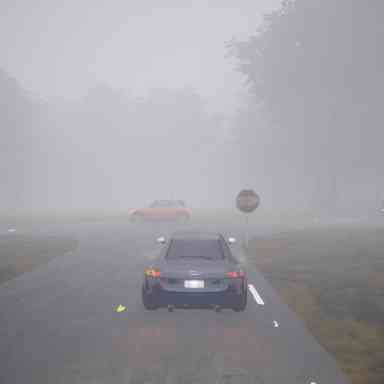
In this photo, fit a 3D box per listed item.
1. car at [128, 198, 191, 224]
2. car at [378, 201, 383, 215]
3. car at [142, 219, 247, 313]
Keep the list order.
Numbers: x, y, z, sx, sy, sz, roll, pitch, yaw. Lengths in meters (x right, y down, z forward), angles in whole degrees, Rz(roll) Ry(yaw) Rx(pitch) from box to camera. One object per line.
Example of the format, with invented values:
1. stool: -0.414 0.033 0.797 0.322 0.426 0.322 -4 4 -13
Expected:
1. car: -2.320 1.333 24.140 4.553 1.767 2.097 -1 0 0
2. car: 16.561 0.860 24.065 5.566 2.045 2.150 -1 1 -1
3. car: 0.097 1.563 7.764 1.994 1.385 4.181 0 0 2
